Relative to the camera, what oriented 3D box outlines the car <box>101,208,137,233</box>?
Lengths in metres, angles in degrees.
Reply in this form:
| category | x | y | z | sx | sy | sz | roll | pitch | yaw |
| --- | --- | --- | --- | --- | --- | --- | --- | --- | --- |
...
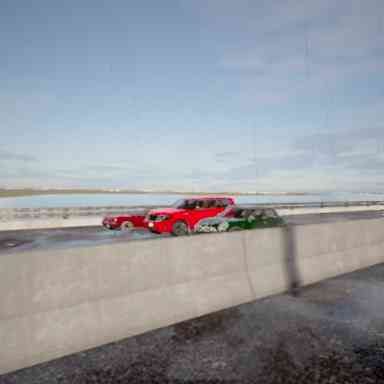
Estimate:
| category | x | y | z | sx | sy | sz | roll | pitch | yaw |
| --- | --- | --- | --- | --- | --- | --- | --- | --- | --- |
| car | -2.939 | 1.614 | 19.940 | 4.718 | 1.301 | 1.895 | 1 | 0 | -39 |

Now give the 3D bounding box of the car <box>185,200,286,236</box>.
| category | x | y | z | sx | sy | sz | roll | pitch | yaw |
| --- | --- | --- | --- | --- | --- | --- | --- | --- | --- |
| car | 2.227 | 1.405 | 15.108 | 4.553 | 1.767 | 2.097 | 1 | 0 | -39 |

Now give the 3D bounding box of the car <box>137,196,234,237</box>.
| category | x | y | z | sx | sy | sz | roll | pitch | yaw |
| --- | --- | --- | --- | --- | --- | --- | --- | --- | --- |
| car | 0.164 | 1.260 | 17.943 | 5.566 | 2.045 | 2.150 | 1 | 0 | -39 |
